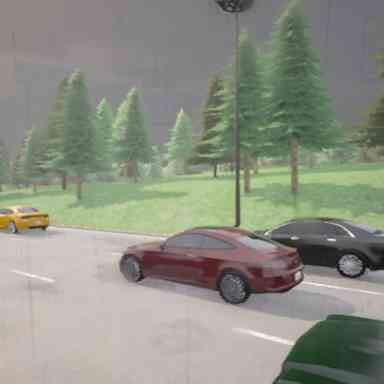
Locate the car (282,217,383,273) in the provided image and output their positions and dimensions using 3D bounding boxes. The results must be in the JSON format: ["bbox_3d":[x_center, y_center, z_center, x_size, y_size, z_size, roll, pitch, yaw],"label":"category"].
[{"bbox_3d":[3.473,1.520,10.111,4.892,1.490,1.837,-1,-1,35],"label":"car"}]

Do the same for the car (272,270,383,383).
[{"bbox_3d":[2.859,1.593,1.952,4.718,1.301,1.895,0,0,35],"label":"car"}]

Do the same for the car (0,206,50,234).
[{"bbox_3d":[-10.689,1.599,20.206,5.008,1.535,1.882,0,0,35],"label":"car"}]

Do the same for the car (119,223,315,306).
[{"bbox_3d":[0.273,1.552,8.093,4.674,1.442,1.812,0,0,35],"label":"car"}]
